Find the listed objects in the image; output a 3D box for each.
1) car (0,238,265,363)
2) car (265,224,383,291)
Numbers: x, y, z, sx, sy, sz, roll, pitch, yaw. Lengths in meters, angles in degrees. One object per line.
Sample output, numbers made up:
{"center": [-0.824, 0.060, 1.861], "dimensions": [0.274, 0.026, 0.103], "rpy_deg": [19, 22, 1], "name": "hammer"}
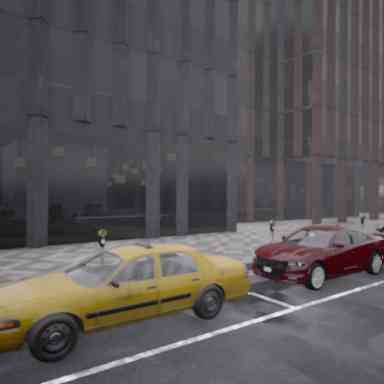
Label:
{"center": [-1.093, 1.548, 5.870], "dimensions": [4.829, 1.417, 1.752], "rpy_deg": [1, 0, -36], "name": "car"}
{"center": [3.634, 1.622, 9.243], "dimensions": [4.507, 1.381, 1.887], "rpy_deg": [1, 0, -36], "name": "car"}
